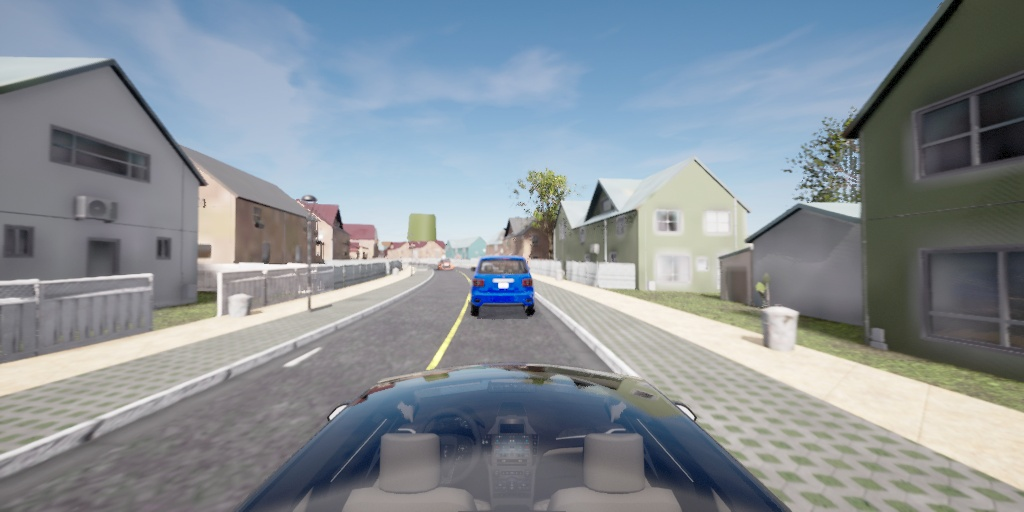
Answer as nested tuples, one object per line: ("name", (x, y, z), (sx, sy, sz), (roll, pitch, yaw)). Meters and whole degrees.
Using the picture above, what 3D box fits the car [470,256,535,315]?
("car", (-0.424, 1.000, 13.862), (2.150, 2.045, 5.566), (0, 0, -3))

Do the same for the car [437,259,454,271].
("car", (-9.427, 1.151, 50.759), (2.097, 1.767, 4.553), (0, 0, -15))
